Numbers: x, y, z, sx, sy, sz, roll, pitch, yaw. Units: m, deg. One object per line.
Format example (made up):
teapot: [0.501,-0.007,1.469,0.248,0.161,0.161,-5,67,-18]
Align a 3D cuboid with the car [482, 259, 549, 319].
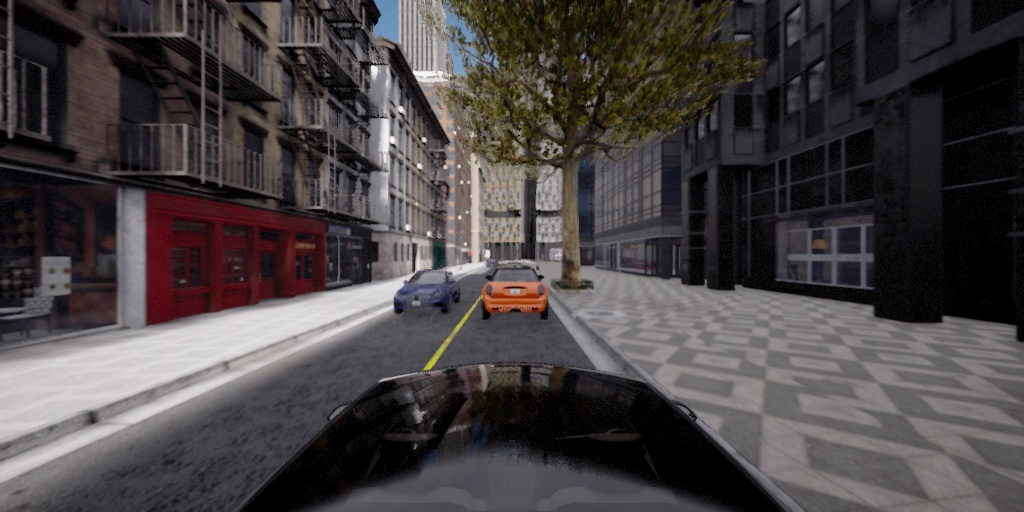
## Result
car: [0.099,1.096,12.990,2.097,1.767,4.553,0,0,0]

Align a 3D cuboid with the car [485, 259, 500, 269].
car: [-3.053,1.211,56.725,1.994,1.385,4.181,0,0,0]

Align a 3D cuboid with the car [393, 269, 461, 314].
car: [-3.099,1.269,13.945,1.812,1.442,4.674,0,0,0]
